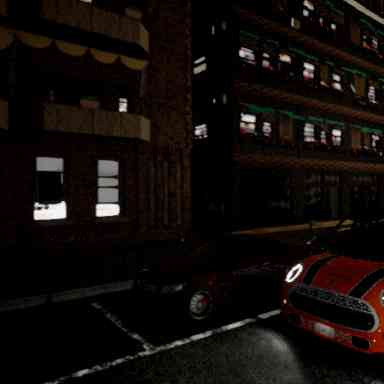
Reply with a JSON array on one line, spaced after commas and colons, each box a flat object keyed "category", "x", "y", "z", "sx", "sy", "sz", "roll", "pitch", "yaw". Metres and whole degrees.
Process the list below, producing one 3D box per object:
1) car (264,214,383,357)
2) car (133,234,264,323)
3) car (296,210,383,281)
[{"category": "car", "x": 3.700, "y": 1.363, "z": 6.014, "sx": 4.553, "sy": 1.767, "sz": 2.097, "roll": 0, "pitch": 0, "yaw": -35}, {"category": "car", "x": 0.821, "y": 1.590, "z": 7.125, "sx": 4.206, "sy": 1.307, "sz": 1.802, "roll": 0, "pitch": -1, "yaw": -36}, {"category": "car", "x": 5.376, "y": 1.458, "z": 10.386, "sx": 4.097, "sy": 1.590, "sz": 1.967, "roll": 0, "pitch": -1, "yaw": -36}]
